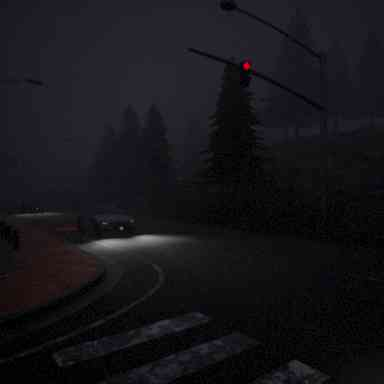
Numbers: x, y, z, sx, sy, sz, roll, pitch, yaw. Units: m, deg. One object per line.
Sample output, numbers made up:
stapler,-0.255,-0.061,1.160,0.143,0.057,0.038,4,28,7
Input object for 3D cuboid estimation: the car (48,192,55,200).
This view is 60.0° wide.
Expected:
car,-29.647,0.723,74.671,4.605,1.855,1.932,-2,1,-36

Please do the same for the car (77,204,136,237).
car,-4.640,1.398,17.429,1.812,1.442,4.674,-2,1,-35

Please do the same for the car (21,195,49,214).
car,-16.332,1.374,34.173,1.837,1.490,4.892,-2,0,-35

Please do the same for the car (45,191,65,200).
car,-31.428,0.734,76.487,3.866,1.878,1.905,-2,1,-36
